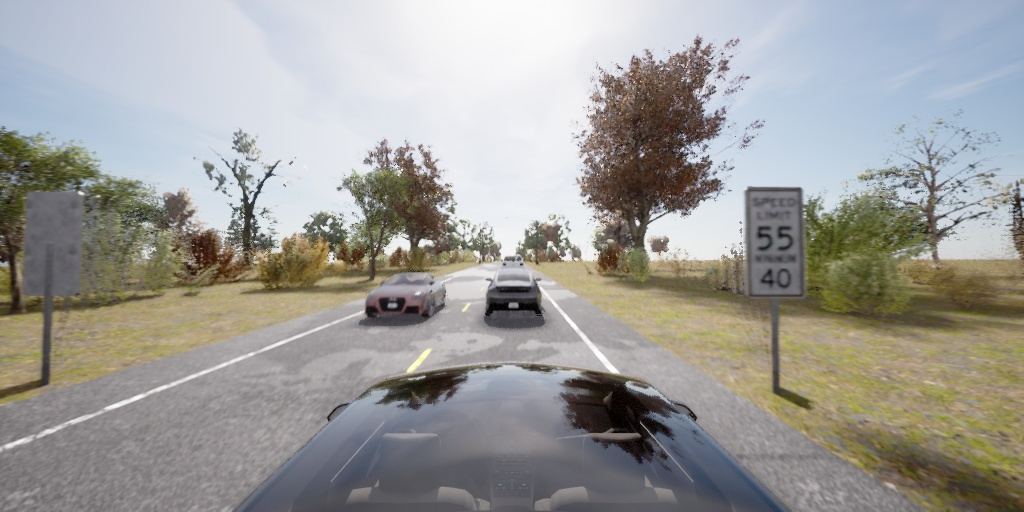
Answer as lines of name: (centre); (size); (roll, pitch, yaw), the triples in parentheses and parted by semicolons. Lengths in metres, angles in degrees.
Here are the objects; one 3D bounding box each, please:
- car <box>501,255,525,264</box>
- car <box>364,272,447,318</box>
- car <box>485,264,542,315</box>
car: (0.090, 0.919, 34.880); (2.150, 2.045, 5.566); (0, 0, 0)
car: (-3.574, 1.285, 12.704); (1.994, 1.385, 4.181); (0, 0, 0)
car: (0.065, 1.227, 13.318); (1.837, 1.490, 4.892); (0, 1, 0)
